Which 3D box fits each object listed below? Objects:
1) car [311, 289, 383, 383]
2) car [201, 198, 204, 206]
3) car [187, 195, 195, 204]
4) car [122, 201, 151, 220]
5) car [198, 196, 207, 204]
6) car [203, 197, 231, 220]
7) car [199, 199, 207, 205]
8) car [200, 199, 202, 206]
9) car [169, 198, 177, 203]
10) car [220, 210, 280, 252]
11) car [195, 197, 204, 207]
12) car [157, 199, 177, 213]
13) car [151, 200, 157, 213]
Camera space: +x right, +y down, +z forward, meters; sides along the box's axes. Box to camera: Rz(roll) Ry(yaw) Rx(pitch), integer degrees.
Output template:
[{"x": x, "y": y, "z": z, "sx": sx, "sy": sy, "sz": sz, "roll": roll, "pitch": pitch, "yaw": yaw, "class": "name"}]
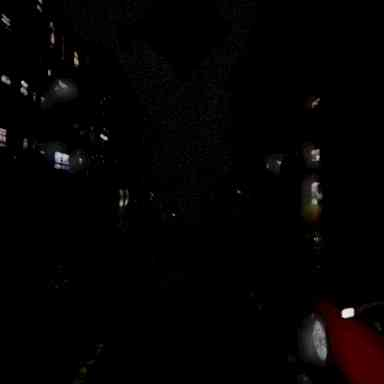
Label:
[{"x": 2.522, "y": 1.572, "z": 2.982, "sx": 1.887, "sy": 1.381, "sz": 4.507, "roll": -1, "pitch": 0, "yaw": 0, "class": "car"}, {"x": 2.543, "y": 1.817, "z": 42.632, "sx": 1.967, "sy": 1.590, "sz": 4.097, "roll": -1, "pitch": -1, "yaw": 0, "class": "car"}, {"x": -0.030, "y": 1.832, "z": 81.567, "sx": 2.150, "sy": 2.045, "sz": 5.566, "roll": 0, "pitch": -1, "yaw": 0, "class": "car"}, {"x": -5.337, "y": 1.717, "z": 31.535, "sx": 1.967, "sy": 1.590, "sz": 4.097, "roll": -1, "pitch": -1, "yaw": 0, "class": "car"}, {"x": 2.522, "y": 2.053, "z": 82.282, "sx": 2.192, "sy": 1.841, "sz": 5.009, "roll": -1, "pitch": -1, "yaw": 0, "class": "car"}, {"x": 2.530, "y": 1.590, "z": 31.305, "sx": 2.192, "sy": 1.841, "sz": 5.009, "roll": -1, "pitch": -1, "yaw": 0, "class": "car"}, {"x": 2.527, "y": 2.268, "z": 76.615, "sx": 1.802, "sy": 1.307, "sz": 4.206, "roll": -1, "pitch": -1, "yaw": 0, "class": "car"}, {"x": 2.538, "y": 2.010, "z": 48.295, "sx": 1.802, "sy": 1.307, "sz": 4.206, "roll": -1, "pitch": -1, "yaw": 0, "class": "car"}, {"x": -5.360, "y": 2.387, "z": 93.695, "sx": 1.887, "sy": 1.381, "sz": 4.507, "roll": -1, "pitch": -1, "yaw": 0, "class": "car"}, {"x": 2.518, "y": 1.677, "z": 14.311, "sx": 2.008, "sy": 1.369, "sz": 4.403, "roll": -1, "pitch": 0, "yaw": 0, "class": "car"}, {"x": 2.238, "y": 1.925, "z": 63.917, "sx": 2.097, "sy": 1.767, "sz": 4.553, "roll": 0, "pitch": -1, "yaw": 0, "class": "car"}, {"x": -2.859, "y": 1.927, "z": 42.895, "sx": 2.033, "sy": 1.411, "sz": 5.357, "roll": 0, "pitch": -1, "yaw": 0, "class": "car"}, {"x": -5.342, "y": 1.819, "z": 42.838, "sx": 1.967, "sy": 1.590, "sz": 4.097, "roll": -1, "pitch": -1, "yaw": 0, "class": "car"}]
